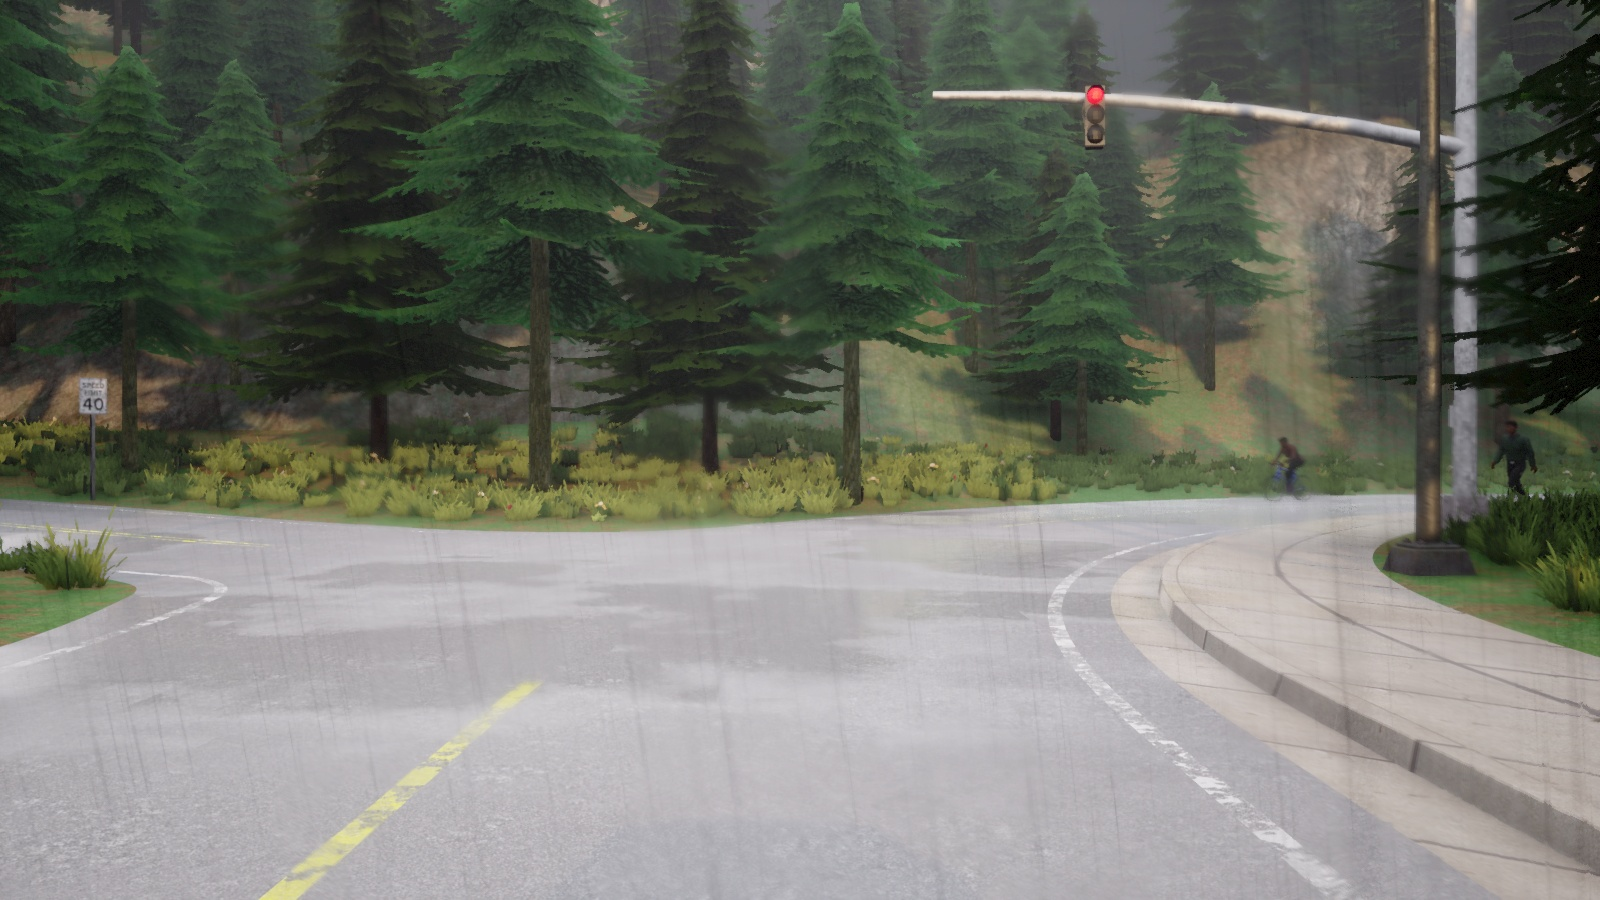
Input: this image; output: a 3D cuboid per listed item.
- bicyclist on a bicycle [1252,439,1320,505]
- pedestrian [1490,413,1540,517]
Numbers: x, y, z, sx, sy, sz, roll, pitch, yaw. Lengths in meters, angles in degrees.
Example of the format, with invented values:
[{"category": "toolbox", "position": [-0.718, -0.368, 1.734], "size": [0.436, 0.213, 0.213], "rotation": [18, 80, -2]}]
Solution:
[{"category": "bicyclist on a bicycle", "position": [12.138, 0.532, 31.350], "size": [1.656, 1.620, 0.582], "rotation": [0, 1, -25]}, {"category": "pedestrian", "position": [13.679, 0.284, 24.022], "size": [0.788, 1.949, 0.423], "rotation": [0, 0, -21]}]
